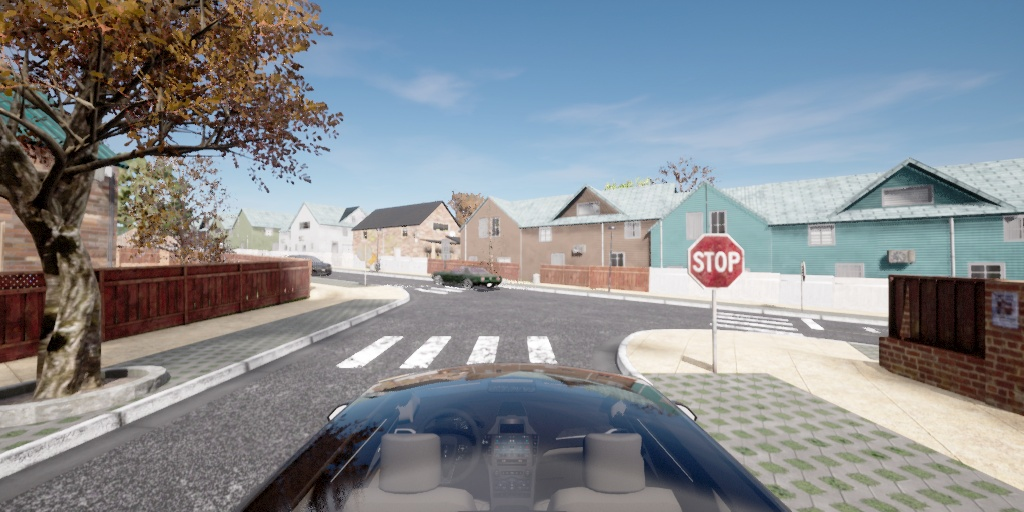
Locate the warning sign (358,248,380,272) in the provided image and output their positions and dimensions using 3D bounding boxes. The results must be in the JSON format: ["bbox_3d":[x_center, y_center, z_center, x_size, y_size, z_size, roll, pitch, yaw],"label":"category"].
[{"bbox_3d":[-12.217,0.444,31.127,1.060,1.860,1.300,0,0,32],"label":"warning sign"}]

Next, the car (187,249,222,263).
[{"bbox_3d":[-33.038,0.088,37.963,4.181,1.385,1.994,2,0,33],"label":"car"}]

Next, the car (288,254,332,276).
[{"bbox_3d":[-15.541,0.659,26.898,5.008,1.535,1.882,2,0,32],"label":"car"}]

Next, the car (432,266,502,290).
[{"bbox_3d":[-2.905,1.289,22.050,4.718,1.301,1.895,2,0,44],"label":"car"}]

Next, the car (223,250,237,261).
[{"bbox_3d":[-33.605,0.023,41.707,4.892,1.490,1.837,2,0,33],"label":"car"}]
